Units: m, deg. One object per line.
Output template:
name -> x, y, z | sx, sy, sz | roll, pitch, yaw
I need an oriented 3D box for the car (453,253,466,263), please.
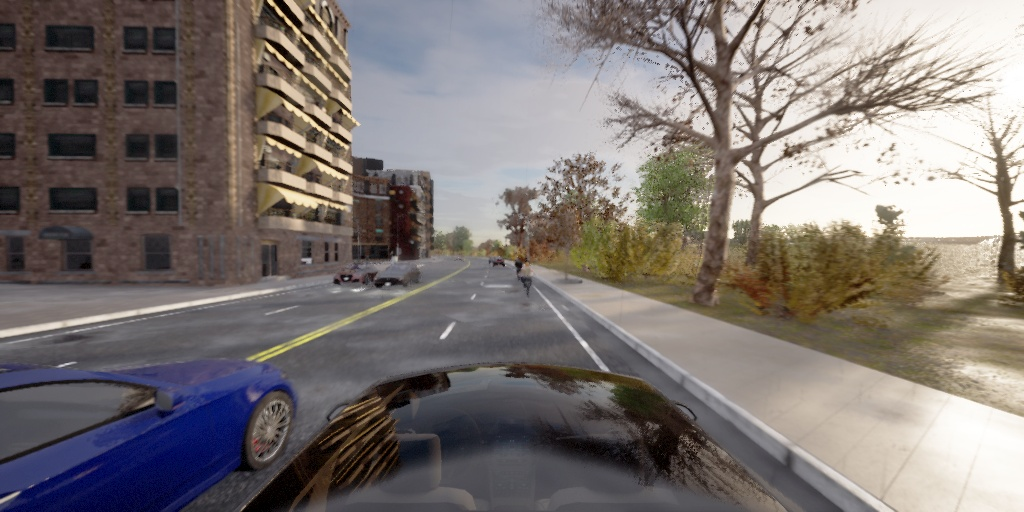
car -> -9.254, 0.312, 62.972 | 2.097, 1.767, 4.553 | 0, 0, -5

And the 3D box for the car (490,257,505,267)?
car -> -2.149, 0.874, 56.840 | 1.837, 1.490, 4.892 | 0, 1, -4

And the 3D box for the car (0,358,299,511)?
car -> -3.167, 1.281, 1.839 | 1.812, 1.442, 4.674 | 0, 0, 0

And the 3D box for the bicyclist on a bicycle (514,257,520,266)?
bicyclist on a bicycle -> 0.468, 0.957, 25.459 | 0.659, 1.776, 1.843 | 0, 1, -2

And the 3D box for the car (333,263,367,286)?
car -> -10.231, 1.182, 24.020 | 1.994, 1.385, 4.181 | 0, 0, -2

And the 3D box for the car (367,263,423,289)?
car -> -6.929, 1.170, 22.449 | 2.033, 1.411, 5.357 | 0, 0, -2

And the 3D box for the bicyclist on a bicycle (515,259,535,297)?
bicyclist on a bicycle -> 0.711, 1.082, 16.824 | 0.866, 1.612, 1.509 | 0, 0, -1
